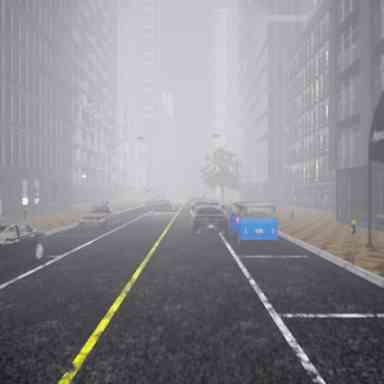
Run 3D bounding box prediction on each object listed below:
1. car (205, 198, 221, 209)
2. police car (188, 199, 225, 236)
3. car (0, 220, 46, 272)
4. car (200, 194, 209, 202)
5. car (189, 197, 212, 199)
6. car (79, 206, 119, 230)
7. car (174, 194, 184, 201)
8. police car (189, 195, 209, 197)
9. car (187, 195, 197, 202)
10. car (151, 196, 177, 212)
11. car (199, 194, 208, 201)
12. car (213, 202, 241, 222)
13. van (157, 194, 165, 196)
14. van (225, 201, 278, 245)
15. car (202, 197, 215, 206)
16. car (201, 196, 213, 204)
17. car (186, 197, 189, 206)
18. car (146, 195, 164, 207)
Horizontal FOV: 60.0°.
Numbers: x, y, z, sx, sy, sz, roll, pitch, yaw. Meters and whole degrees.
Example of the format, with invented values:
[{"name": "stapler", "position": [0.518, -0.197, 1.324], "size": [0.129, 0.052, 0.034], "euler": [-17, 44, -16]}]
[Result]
[{"name": "car", "position": [2.679, 1.522, 43.575], "size": [1.802, 1.307, 4.206], "euler": [0, 0, 0]}, {"name": "police car", "position": [0.895, 1.401, 18.241], "size": [1.930, 1.638, 5.238], "euler": [0, 0, 0]}, {"name": "car", "position": [-5.693, 1.538, 9.421], "size": [2.008, 1.369, 4.403], "euler": [0, 0, 0]}, {"name": "car", "position": [2.673, 1.313, 72.037], "size": [1.967, 1.590, 4.097], "euler": [0, 0, 0]}, {"name": "car", "position": [0.893, 1.440, 28.131], "size": [1.882, 1.535, 5.008], "euler": [0, 0, 0]}, {"name": "car", "position": [-5.696, 1.554, 20.806], "size": [1.802, 1.307, 4.206], "euler": [0, 0, 0]}, {"name": "car", "position": [-3.021, 1.264, 78.608], "size": [2.128, 1.511, 4.902], "euler": [0, 0, 0]}, {"name": "police car", "position": [0.891, 1.378, 34.241], "size": [1.930, 1.638, 5.238], "euler": [0, 0, 0]}, {"name": "car", "position": [-0.018, 1.405, 68.893], "size": [1.994, 1.385, 4.181], "euler": [0, 0, 0]}, {"name": "car", "position": [-3.104, 1.513, 37.272], "size": [1.994, 1.385, 4.181], "euler": [0, 0, 0]}, {"name": "car", "position": [2.671, 1.296, 77.729], "size": [1.967, 1.590, 4.097], "euler": [0, 0, 0]}, {"name": "car", "position": [2.683, 1.546, 26.497], "size": [1.802, 1.307, 4.206], "euler": [0, 0, 0]}, {"name": "van", "position": [-5.705, 1.246, 60.653], "size": [1.690, 1.788, 3.998], "euler": [0, 0, 0]}, {"name": "van", "position": [2.686, 1.321, 15.113], "size": [1.690, 1.788, 3.998], "euler": [0, 0, 0]}, {"name": "car", "position": [2.677, 1.470, 54.960], "size": [2.008, 1.369, 4.403], "euler": [0, 0, 0]}, {"name": "car", "position": [2.675, 1.456, 60.652], "size": [2.008, 1.369, 4.403], "euler": [0, 0, 0]}, {"name": "car", "position": [-0.014, 1.522, 53.923], "size": [1.895, 1.301, 4.718], "euler": [0, 0, 0]}, {"name": "car", "position": [-5.703, 1.481, 49.269], "size": [2.008, 1.369, 4.403], "euler": [0, 0, 0]}]
